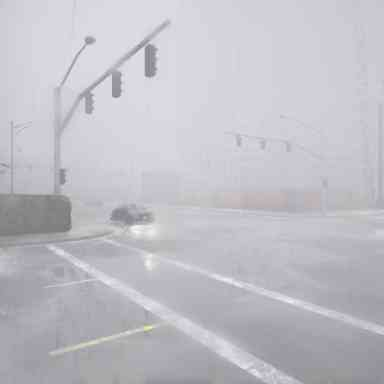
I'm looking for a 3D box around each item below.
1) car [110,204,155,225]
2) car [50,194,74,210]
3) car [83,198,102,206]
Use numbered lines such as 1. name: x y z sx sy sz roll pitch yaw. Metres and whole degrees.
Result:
1. car: -4.364 1.563 24.228 1.994 1.385 4.181 0 0 -35
2. car: -16.548 1.221 41.623 2.150 2.045 5.566 0 0 -35
3. car: -15.859 1.563 53.116 1.994 1.385 4.181 0 0 -35
